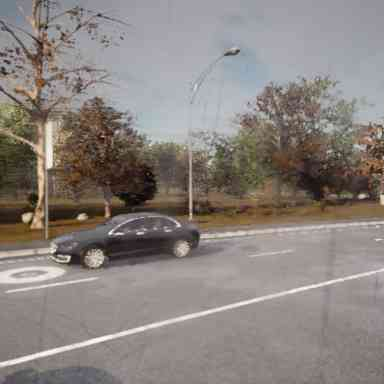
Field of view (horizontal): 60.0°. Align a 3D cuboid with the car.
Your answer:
[{"bbox_3d":[-1.998,1.468,10.925,4.892,1.490,1.837,0,0,-33],"label":"car"}]
